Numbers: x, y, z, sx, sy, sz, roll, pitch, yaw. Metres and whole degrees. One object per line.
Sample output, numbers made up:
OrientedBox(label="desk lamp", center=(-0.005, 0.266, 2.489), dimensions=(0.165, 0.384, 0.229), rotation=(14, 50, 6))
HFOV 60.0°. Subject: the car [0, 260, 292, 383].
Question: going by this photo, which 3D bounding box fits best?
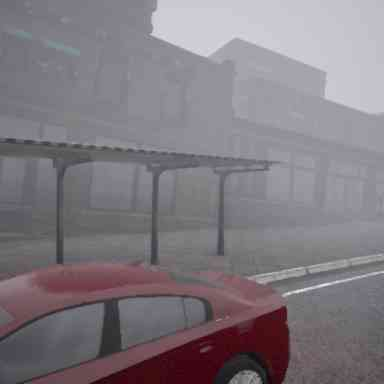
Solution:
OrientedBox(label="car", center=(-1.261, 1.471, 2.964), dimensions=(5.008, 1.535, 1.882), rotation=(0, 0, -35))
